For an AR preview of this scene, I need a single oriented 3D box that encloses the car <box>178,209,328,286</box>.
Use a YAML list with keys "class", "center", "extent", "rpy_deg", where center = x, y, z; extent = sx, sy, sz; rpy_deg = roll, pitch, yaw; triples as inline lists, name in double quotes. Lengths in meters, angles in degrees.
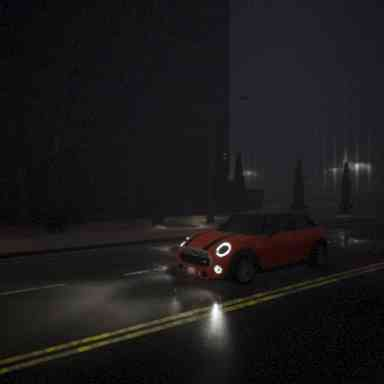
- class: "car"
  center: [1.822, 1.341, 9.522]
  extent: [4.553, 1.767, 2.097]
  rpy_deg: [0, 0, -35]
